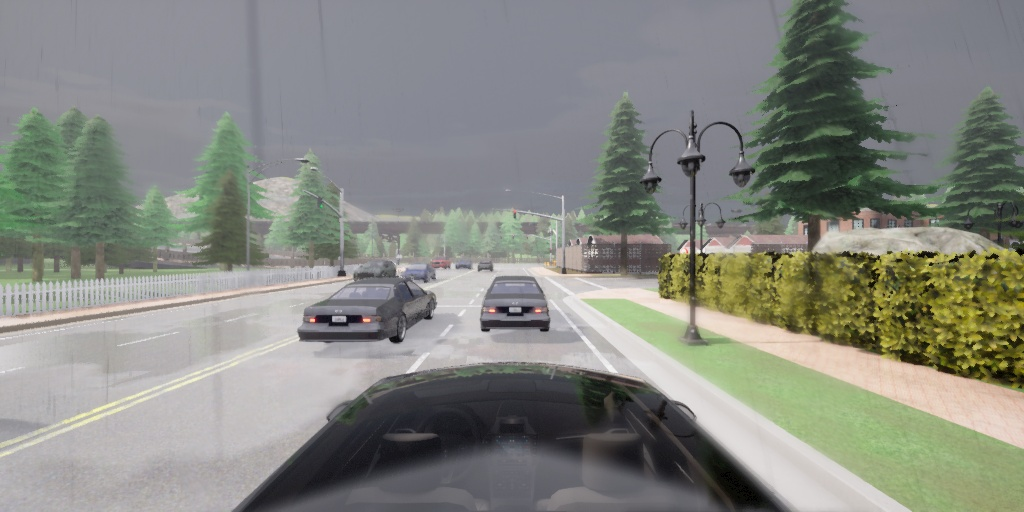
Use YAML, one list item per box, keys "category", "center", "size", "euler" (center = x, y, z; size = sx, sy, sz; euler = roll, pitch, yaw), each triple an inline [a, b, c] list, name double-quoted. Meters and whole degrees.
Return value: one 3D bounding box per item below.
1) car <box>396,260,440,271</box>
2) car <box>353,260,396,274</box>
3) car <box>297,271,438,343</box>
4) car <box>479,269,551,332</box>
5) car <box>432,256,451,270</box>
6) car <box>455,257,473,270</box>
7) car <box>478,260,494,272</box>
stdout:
- category: "car"
  center: [-7.084, 1.276, 27.569]
  size: [1.812, 1.442, 4.674]
  euler: [0, 0, 0]
- category: "car"
  center: [-10.597, 1.102, 28.056]
  size: [2.097, 1.767, 4.553]
  euler: [0, 0, 0]
- category: "car"
  center: [-3.416, 1.297, 9.624]
  size: [2.033, 1.411, 5.357]
  euler: [0, 0, 0]
- category: "car"
  center: [0.085, 1.297, 10.839]
  size: [2.033, 1.411, 5.357]
  euler: [0, 0, 0]
- category: "car"
  center: [-10.499, 0.971, 53.233]
  size: [2.150, 2.045, 5.566]
  euler: [0, 0, 0]
- category: "car"
  center: [-7.006, 1.101, 52.506]
  size: [2.097, 1.767, 4.553]
  euler: [0, 0, 0]
- category: "car"
  center: [-3.395, 1.241, 46.713]
  size: [2.128, 1.511, 4.902]
  euler: [0, 0, 0]
